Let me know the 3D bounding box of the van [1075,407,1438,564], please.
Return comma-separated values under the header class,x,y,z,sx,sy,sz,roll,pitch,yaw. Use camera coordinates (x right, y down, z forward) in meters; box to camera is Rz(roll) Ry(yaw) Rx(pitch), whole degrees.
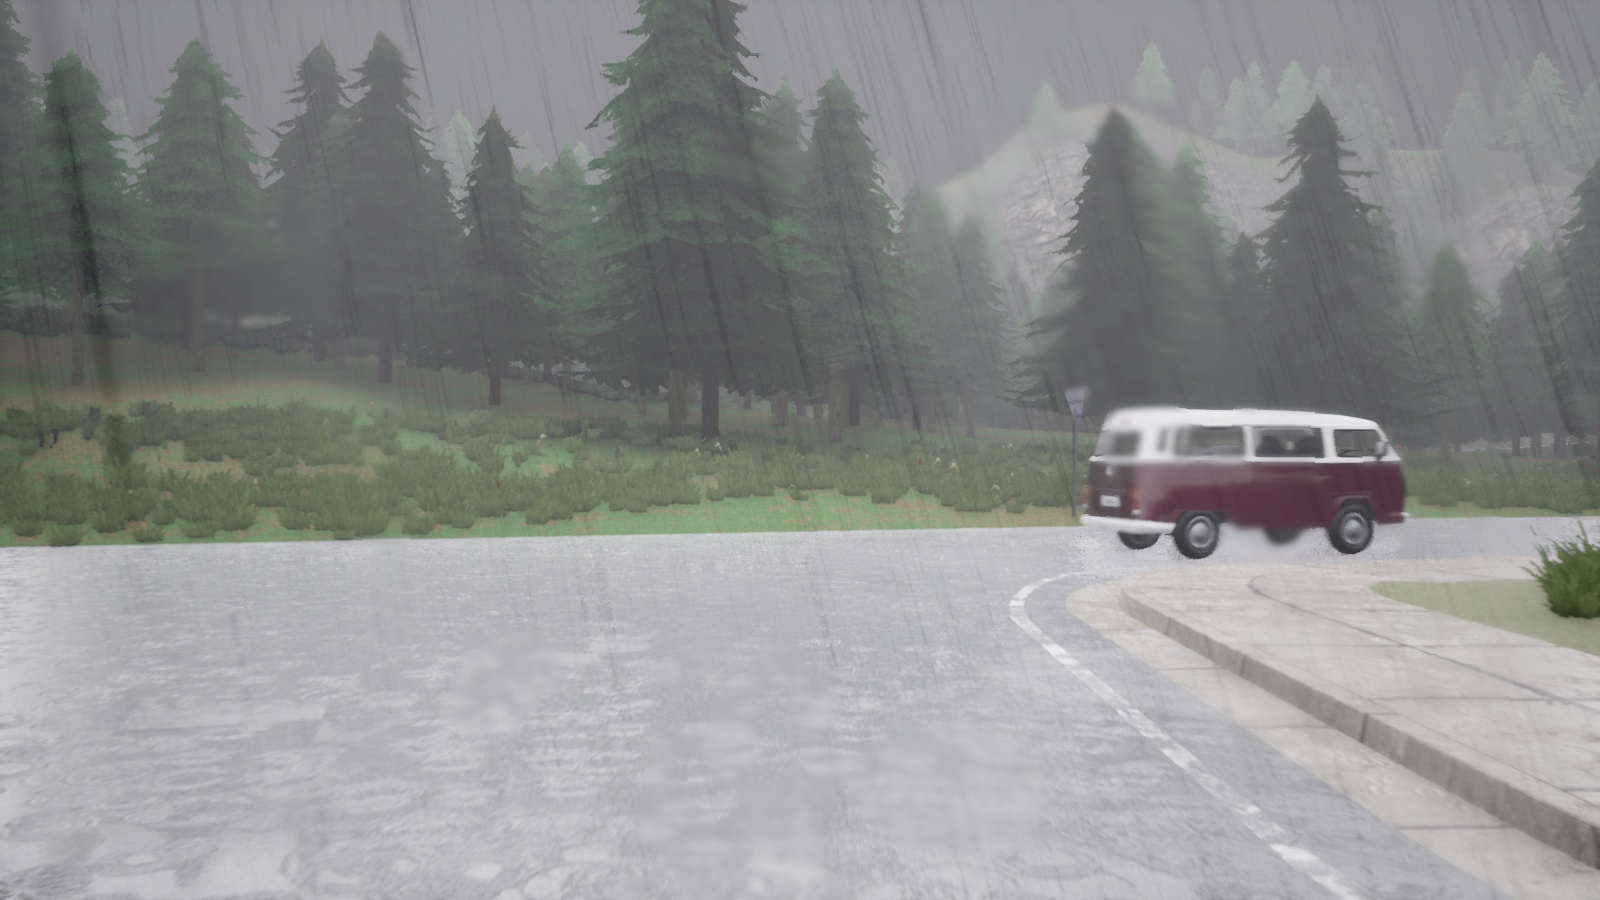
class,x,y,z,sx,sy,sz,roll,pitch,yaw
van,6.447,0.454,17.888,4.480,2.038,2.069,0,0,-16
